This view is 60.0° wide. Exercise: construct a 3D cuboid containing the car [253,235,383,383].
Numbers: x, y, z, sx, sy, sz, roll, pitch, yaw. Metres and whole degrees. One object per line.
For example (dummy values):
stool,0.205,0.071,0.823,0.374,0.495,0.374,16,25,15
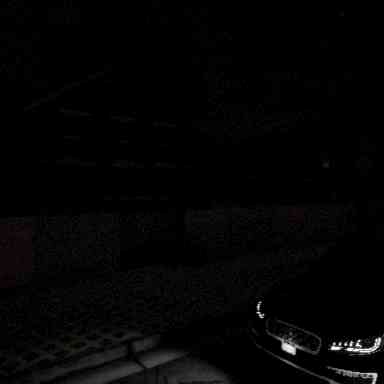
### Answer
car,3.053,1.506,5.175,4.892,1.490,1.837,0,0,-36
